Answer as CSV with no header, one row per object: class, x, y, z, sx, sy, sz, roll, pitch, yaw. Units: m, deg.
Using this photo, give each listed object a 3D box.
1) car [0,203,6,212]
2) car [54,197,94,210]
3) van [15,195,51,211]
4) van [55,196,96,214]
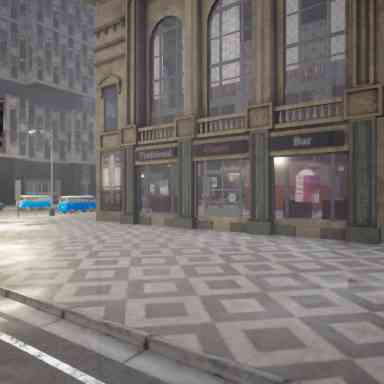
car,-21.822,1.513,34.529,2.008,1.369,4.403,0,0,36
car,-15.378,1.466,43.526,1.752,1.417,4.829,0,0,36
van,-18.550,1.292,39.097,1.690,1.788,3.998,0,0,36
van,-11.619,1.282,34.134,1.690,1.788,3.998,0,0,36
